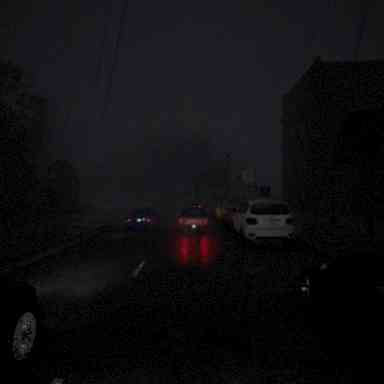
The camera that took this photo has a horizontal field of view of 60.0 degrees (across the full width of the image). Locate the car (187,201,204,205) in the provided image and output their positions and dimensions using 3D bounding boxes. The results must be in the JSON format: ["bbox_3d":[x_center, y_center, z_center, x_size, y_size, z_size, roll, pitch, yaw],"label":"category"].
[{"bbox_3d":[0.422,1.860,39.486,2.128,1.511,4.902,0,-1,3],"label":"car"}]

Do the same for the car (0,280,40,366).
[{"bbox_3d":[-3.148,1.520,2.990,2.128,1.511,4.902,0,-1,0],"label":"car"}]

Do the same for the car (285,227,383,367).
[{"bbox_3d":[3.232,1.558,5.073,2.163,1.488,4.792,0,-1,0],"label":"car"}]

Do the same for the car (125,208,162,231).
[{"bbox_3d":[-3.135,1.753,22.258,2.033,1.411,5.357,0,-1,0],"label":"car"}]

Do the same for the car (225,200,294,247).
[{"bbox_3d":[3.233,1.379,16.121,2.435,2.045,5.566,0,-1,0],"label":"car"}]

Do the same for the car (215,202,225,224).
[{"bbox_3d":[3.244,1.731,27.452,1.946,1.575,5.366,0,-1,0],"label":"car"}]

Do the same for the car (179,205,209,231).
[{"bbox_3d":[0.115,1.807,22.279,1.895,1.301,4.718,0,-1,0],"label":"car"}]

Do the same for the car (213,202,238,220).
[{"bbox_3d":[3.257,1.785,32.975,1.946,1.575,5.366,0,-1,0],"label":"car"}]
